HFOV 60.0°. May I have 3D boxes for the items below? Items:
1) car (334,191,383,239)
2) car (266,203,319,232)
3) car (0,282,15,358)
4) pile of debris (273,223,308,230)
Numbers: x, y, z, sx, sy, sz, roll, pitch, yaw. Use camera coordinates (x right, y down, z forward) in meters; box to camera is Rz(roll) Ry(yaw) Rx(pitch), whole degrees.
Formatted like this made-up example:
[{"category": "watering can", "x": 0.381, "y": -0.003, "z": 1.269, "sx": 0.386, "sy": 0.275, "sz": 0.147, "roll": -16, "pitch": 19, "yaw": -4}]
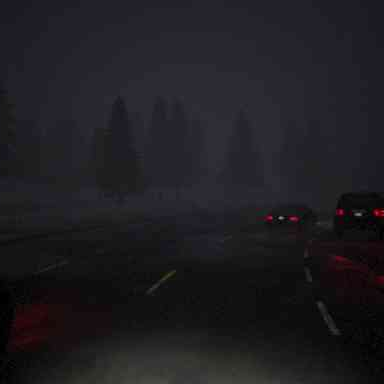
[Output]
[{"category": "car", "x": 8.564, "y": 1.050, "z": 16.701, "sx": 2.150, "sy": 2.045, "sz": 5.566, "roll": 0, "pitch": 0, "yaw": 30}, {"category": "car", "x": 5.820, "y": 1.352, "z": 18.963, "sx": 2.033, "sy": 1.411, "sz": 5.357, "roll": 0, "pitch": 1, "yaw": 31}, {"category": "car", "x": -3.275, "y": 1.480, "z": 2.175, "sx": 1.837, "sy": 1.490, "sz": 4.892, "roll": -1, "pitch": 1, "yaw": 6}, {"category": "pile of debris", "x": 5.665, "y": 1.980, "z": 19.058, "sx": 1.500, "sy": 0.140, "sz": 1.860, "roll": 0, "pitch": 1, "yaw": 32}]
